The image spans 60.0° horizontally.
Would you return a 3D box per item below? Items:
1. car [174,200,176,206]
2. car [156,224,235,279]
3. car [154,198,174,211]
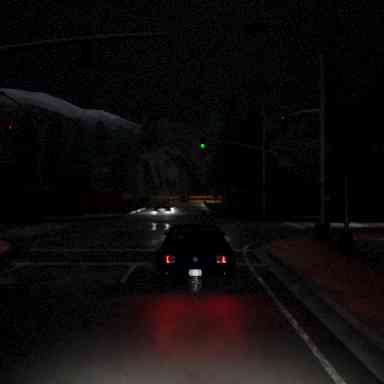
[{"bbox_3d":[-3.549,1.607,50.903,1.895,1.301,4.718,0,0,0],"label":"car"},{"bbox_3d":[0.092,1.602,10.017,1.895,1.301,4.718,0,0,0],"label":"car"},{"bbox_3d":[-3.567,1.531,40.892,1.812,1.442,4.674,0,0,0],"label":"car"}]
